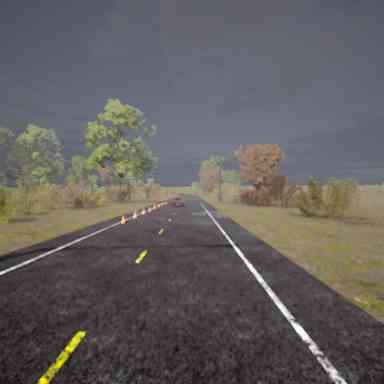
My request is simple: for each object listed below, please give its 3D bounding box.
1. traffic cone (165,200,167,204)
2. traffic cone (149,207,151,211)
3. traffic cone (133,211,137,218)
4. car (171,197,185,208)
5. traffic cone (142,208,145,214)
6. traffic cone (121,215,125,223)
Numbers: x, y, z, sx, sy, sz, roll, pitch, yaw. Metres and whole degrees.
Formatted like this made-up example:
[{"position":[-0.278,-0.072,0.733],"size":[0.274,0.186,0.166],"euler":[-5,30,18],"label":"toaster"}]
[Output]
[{"position":[-4.907,1.915,58.714],"size":[0.340,0.580,0.340],"euler":[0,0,0],"label":"traffic cone"},{"position":[-4.904,1.928,38.712],"size":[0.340,0.580,0.340],"euler":[0,0,0],"label":"traffic cone"},{"position":[-4.903,1.935,28.711],"size":[0.340,0.580,0.340],"euler":[0,0,0],"label":"traffic cone"},{"position":[-2.055,1.444,48.692],"size":[1.882,1.535,5.008],"euler":[0,0,0],"label":"car"},{"position":[-4.903,1.932,33.711],"size":[0.340,0.580,0.340],"euler":[0,0,0],"label":"traffic cone"},{"position":[-4.902,1.938,23.710],"size":[0.340,0.580,0.340],"euler":[0,0,0],"label":"traffic cone"}]
